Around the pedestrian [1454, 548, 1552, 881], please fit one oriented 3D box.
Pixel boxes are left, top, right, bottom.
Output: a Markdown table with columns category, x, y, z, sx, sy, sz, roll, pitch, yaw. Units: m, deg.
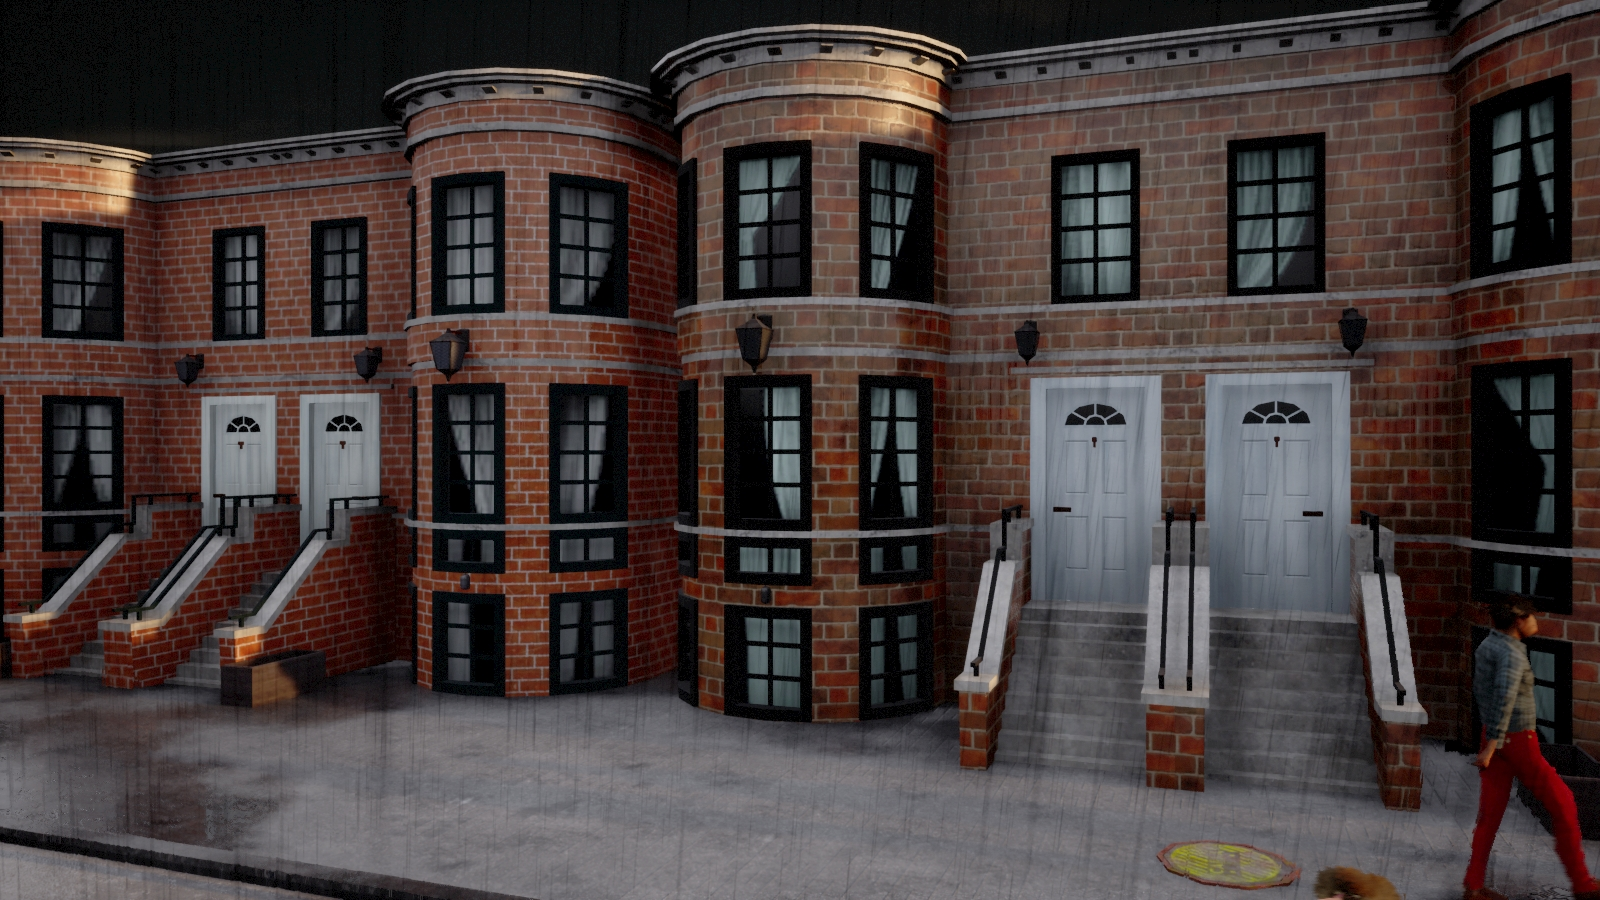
| category | x | y | z | sx | sy | sz | roll | pitch | yaw |
| --- | --- | --- | --- | --- | --- | --- | --- | --- | --- |
| pedestrian | 4.127 | 1.524 | 6.726 | 0.375 | 1.860 | 0.375 | 0 | 0 | 9 |
